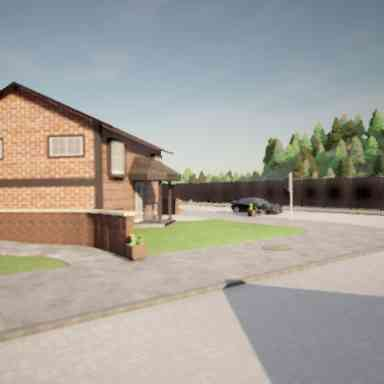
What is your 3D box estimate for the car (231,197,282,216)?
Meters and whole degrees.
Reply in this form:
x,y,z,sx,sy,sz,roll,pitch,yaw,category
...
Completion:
x,y,z,sx,sy,sz,roll,pitch,yaw,category
5.528,1.226,28.889,1.882,1.535,5.008,-1,2,-35,car
